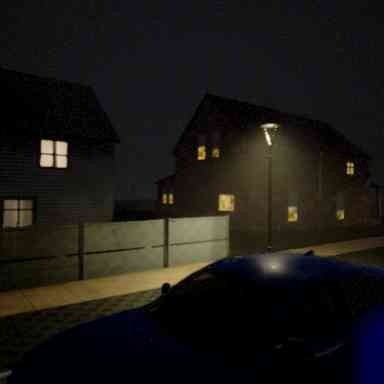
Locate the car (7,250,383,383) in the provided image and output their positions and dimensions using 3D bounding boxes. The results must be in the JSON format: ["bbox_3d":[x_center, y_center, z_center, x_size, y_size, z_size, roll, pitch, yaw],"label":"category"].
[{"bbox_3d":[0.787,1.491,3.626,5.008,1.535,1.882,0,0,-35],"label":"car"}]
